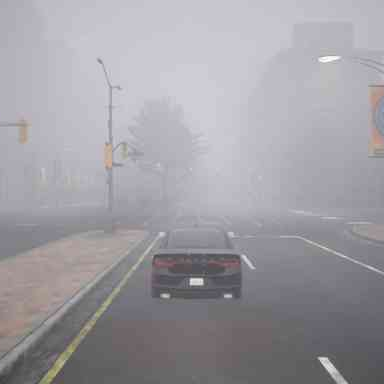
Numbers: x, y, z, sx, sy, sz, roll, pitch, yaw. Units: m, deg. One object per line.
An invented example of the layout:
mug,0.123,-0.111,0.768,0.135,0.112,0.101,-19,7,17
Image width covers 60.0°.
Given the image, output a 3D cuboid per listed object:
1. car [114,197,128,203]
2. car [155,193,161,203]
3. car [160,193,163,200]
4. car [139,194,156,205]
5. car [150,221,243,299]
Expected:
car,-14.463,1.595,67.895,1.895,1.301,4.718,0,0,0
car,-7.756,1.526,65.782,1.812,1.442,4.674,0,0,1
car,-7.676,1.225,76.533,2.150,2.045,5.566,0,0,0
car,-7.843,1.505,56.523,1.837,1.490,4.892,0,0,1
car,0.114,1.478,8.512,1.882,1.535,5.008,0,0,1
